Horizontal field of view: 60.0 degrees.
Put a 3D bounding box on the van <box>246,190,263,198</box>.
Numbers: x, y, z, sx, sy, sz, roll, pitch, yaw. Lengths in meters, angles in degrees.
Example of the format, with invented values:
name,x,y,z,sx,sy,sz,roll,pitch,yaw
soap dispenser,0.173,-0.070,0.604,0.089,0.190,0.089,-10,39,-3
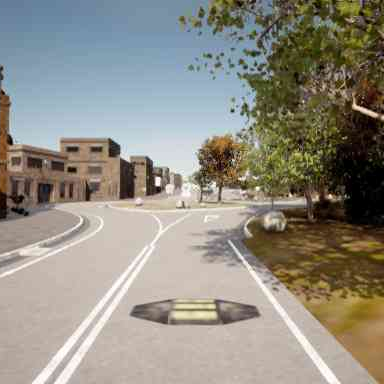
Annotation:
name,x,y,z,sx,sy,sz,roll,pitch,yaw
van,18.149,0.826,92.629,4.442,1.987,1.878,0,1,1
